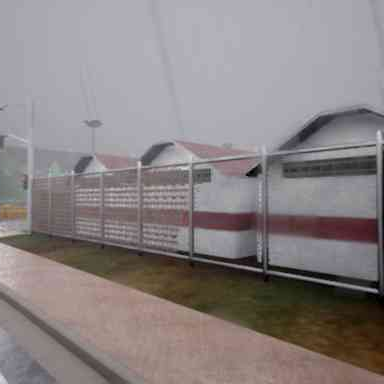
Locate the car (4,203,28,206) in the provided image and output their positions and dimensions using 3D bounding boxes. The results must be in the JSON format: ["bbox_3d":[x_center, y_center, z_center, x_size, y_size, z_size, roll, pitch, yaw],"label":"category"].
[{"bbox_3d":[-20.970,2.103,38.734,1.837,1.490,4.892,-1,-1,44],"label":"car"}]
